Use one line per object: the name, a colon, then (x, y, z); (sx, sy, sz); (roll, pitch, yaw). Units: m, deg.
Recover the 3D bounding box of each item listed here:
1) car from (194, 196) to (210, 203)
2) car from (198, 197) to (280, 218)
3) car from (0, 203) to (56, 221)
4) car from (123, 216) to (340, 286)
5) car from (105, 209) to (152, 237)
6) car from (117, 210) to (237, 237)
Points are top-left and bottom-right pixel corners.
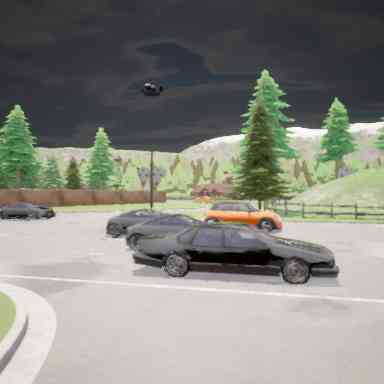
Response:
car: (2.599, 1.583, 69.720); (5.008, 1.535, 1.882); (0, 0, 45)
car: (2.958, 1.388, 19.570); (4.553, 1.767, 2.097); (0, 0, 13)
car: (-13.204, 1.566, 26.786); (4.181, 1.385, 1.994); (0, 0, 13)
car: (1.082, 1.563, 9.230); (5.357, 1.411, 2.033); (0, 0, 13)
car: (-2.296, 1.582, 17.162); (4.181, 1.385, 1.994); (0, 0, 13)
car: (-0.497, 1.580, 13.170); (4.181, 1.385, 1.994); (0, 0, 13)
